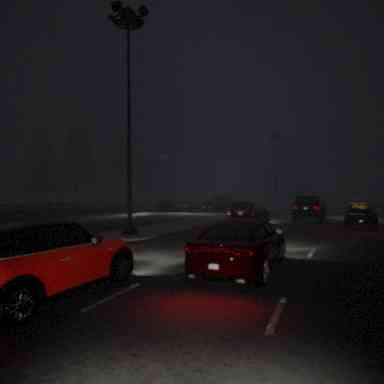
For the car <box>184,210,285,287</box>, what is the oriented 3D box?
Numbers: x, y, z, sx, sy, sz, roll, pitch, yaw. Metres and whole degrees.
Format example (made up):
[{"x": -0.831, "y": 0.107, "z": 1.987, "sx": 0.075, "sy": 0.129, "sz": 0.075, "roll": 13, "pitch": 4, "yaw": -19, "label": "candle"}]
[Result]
[{"x": 1.468, "y": 1.511, "z": 9.652, "sx": 1.882, "sy": 1.535, "sz": 5.008, "roll": -1, "pitch": 0, "yaw": 24, "label": "car"}]

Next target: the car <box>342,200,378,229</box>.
[{"x": 10.998, "y": 1.503, "z": 21.779, "sx": 2.128, "sy": 1.511, "sz": 4.902, "roll": -1, "pitch": 0, "yaw": 25, "label": "car"}]

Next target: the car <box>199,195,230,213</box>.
[{"x": 3.248, "y": 1.388, "z": 40.676, "sx": 2.150, "sy": 2.045, "sz": 5.566, "roll": -1, "pitch": -1, "yaw": 26, "label": "car"}]

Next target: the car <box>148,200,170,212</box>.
[{"x": -3.687, "y": 1.724, "z": 42.419, "sx": 2.128, "sy": 1.511, "sz": 4.902, "roll": -1, "pitch": 0, "yaw": 26, "label": "car"}]

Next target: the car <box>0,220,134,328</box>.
[{"x": -3.232, "y": 1.415, "z": 7.504, "sx": 2.097, "sy": 1.767, "sz": 4.553, "roll": -1, "pitch": 0, "yaw": 22, "label": "car"}]

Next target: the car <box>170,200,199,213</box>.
[{"x": -0.425, "y": 1.723, "z": 41.124, "sx": 1.812, "sy": 1.442, "sz": 4.674, "roll": -1, "pitch": -1, "yaw": 26, "label": "car"}]

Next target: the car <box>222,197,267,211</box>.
[{"x": 4.041, "y": 1.429, "z": 23.445, "sx": 2.097, "sy": 1.767, "sz": 4.553, "roll": -1, "pitch": 0, "yaw": 25, "label": "car"}]

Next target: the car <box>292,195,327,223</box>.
[{"x": 9.350, "y": 1.268, "z": 26.453, "sx": 2.150, "sy": 2.045, "sz": 5.566, "roll": -1, "pitch": 0, "yaw": 26, "label": "car"}]
